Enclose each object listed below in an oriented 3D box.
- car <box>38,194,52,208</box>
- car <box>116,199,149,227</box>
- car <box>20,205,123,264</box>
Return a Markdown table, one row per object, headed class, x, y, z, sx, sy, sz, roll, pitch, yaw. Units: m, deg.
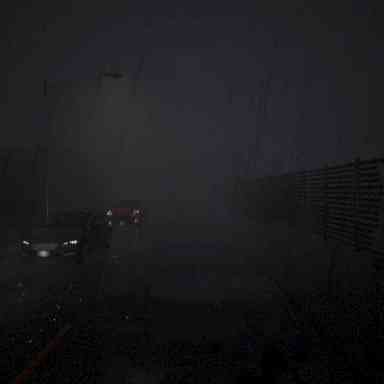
| class | x | y | z | sx | sy | sz | roll | pitch | yaw |
| --- | --- | --- | --- | --- | --- | --- | --- | --- | --- |
| car | -17.330 | 0.959 | 36.369 | 3.633 | 1.501 | 1.845 | 0 | 0 | 0 |
| car | -4.102 | 1.246 | 21.750 | 2.097 | 1.767 | 4.553 | 0 | 0 | 0 |
| car | -4.111 | 1.435 | 11.652 | 2.128 | 1.511 | 4.902 | 0 | 0 | 0 |
